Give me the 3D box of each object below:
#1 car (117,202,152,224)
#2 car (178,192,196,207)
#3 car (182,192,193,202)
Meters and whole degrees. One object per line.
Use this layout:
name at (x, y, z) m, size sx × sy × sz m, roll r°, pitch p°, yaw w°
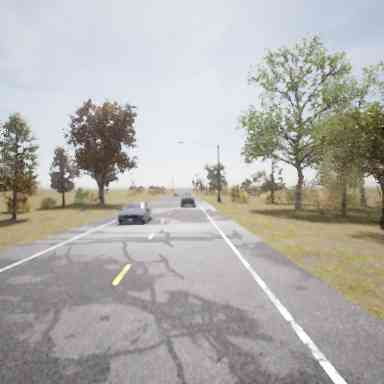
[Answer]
car at (-3.927, 1.390, 23.614) m, size 2.033 × 1.411 × 5.357 m, roll 0°, pitch 0°, yaw -1°
car at (-0.535, 1.166, 44.616) m, size 1.837 × 1.490 × 4.892 m, roll 0°, pitch 1°, yaw -1°
car at (-0.813, 0.872, 62.798) m, size 2.097 × 1.767 × 4.553 m, roll 0°, pitch 0°, yaw -1°
